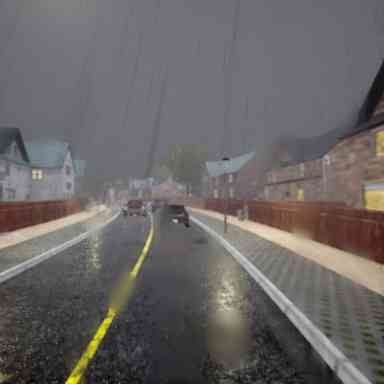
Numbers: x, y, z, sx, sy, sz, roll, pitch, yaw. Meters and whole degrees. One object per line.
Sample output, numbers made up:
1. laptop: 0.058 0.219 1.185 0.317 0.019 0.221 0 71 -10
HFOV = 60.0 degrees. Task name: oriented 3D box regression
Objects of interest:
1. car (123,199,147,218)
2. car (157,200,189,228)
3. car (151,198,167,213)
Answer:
1. car: -5.388 1.444 31.622 2.097 1.767 4.553 0 0 -9
2. car: -1.265 1.559 22.792 1.837 1.490 4.892 0 0 -6
3. car: -3.784 1.501 39.766 2.097 1.767 4.553 0 0 -10
